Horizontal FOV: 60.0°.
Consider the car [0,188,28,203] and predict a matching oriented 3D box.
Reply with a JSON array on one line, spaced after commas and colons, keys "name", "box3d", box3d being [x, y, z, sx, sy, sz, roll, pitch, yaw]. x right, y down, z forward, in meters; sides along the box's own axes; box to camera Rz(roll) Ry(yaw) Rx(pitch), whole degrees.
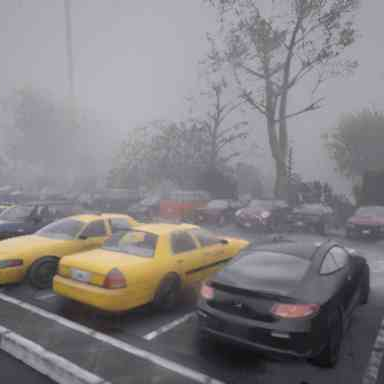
[{"name": "car", "box3d": [-21.248, 0.387, 37.217, 2.163, 1.488, 4.792, 3, 2, 35]}]

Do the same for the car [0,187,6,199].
[{"name": "car", "box3d": [-25.750, 0.121, 40.405, 2.231, 1.521, 4.892, 3, 2, 35]}]

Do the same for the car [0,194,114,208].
[{"name": "car", "box3d": [-5.089, 1.084, 10.678, 2.185, 1.767, 4.553, 2, 1, 35]}]

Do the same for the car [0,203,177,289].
[{"name": "car", "box3d": [-2.899, 1.278, 8.886, 1.946, 1.575, 5.366, 2, 1, 35]}]

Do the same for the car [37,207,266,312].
[{"name": "car", "box3d": [-0.370, 1.351, 7.573, 1.946, 1.575, 5.366, 2, 1, 35]}]

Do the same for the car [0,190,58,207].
[{"name": "car", "box3d": [-16.598, 0.599, 34.000, 2.097, 1.535, 5.008, 3, 2, 35]}]

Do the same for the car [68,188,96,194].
[{"name": "car", "box3d": [-7.346, 0.795, 27.506, 2.185, 1.767, 4.553, 2, 1, 35]}]

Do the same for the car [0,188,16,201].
[{"name": "car", "box3d": [-23.561, 0.266, 38.832, 2.163, 1.488, 4.792, 3, 2, 35]}]

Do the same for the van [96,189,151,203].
[{"name": "van", "box3d": [-4.843, 0.770, 25.940, 1.878, 1.987, 4.442, 2, 1, 35]}]

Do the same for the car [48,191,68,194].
[{"name": "car", "box3d": [-9.524, 0.881, 29.104, 2.163, 1.488, 4.792, 2, 1, 35]}]

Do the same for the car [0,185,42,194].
[{"name": "car", "box3d": [-9.721, 0.814, 13.907, 2.435, 2.045, 5.566, 2, 1, 35]}]

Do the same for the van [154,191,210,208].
[{"name": "van", "box3d": [-0.213, 0.914, 22.705, 1.878, 1.987, 4.442, 2, 1, 35]}]

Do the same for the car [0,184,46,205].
[{"name": "car", "box3d": [-18.924, 0.229, 35.597, 2.435, 2.045, 5.566, 3, 2, 35]}]

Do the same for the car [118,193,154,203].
[{"name": "car", "box3d": [-2.596, 1.069, 24.235, 2.231, 1.521, 4.892, 2, 1, 35]}]

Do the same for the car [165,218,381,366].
[{"name": "car", "box3d": [1.838, 1.466, 5.803, 2.002, 1.452, 4.674, 2, 1, 35]}]

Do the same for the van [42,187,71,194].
[{"name": "van", "box3d": [-11.921, 0.554, 30.595, 1.878, 1.987, 4.442, 2, 1, 35]}]

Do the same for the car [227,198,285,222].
[{"name": "car", "box3d": [4.262, 1.155, 19.478, 2.185, 1.767, 4.553, 2, 1, 35]}]

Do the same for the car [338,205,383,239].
[{"name": "car", "box3d": [8.874, 1.425, 16.228, 2.097, 1.535, 5.008, 2, 1, 35]}]

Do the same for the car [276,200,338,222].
[{"name": "car", "box3d": [6.554, 1.353, 17.835, 2.097, 1.535, 5.008, 2, 1, 35]}]

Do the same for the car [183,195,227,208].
[{"name": "car", "box3d": [1.930, 1.209, 21.074, 2.097, 1.535, 5.008, 2, 1, 35]}]
